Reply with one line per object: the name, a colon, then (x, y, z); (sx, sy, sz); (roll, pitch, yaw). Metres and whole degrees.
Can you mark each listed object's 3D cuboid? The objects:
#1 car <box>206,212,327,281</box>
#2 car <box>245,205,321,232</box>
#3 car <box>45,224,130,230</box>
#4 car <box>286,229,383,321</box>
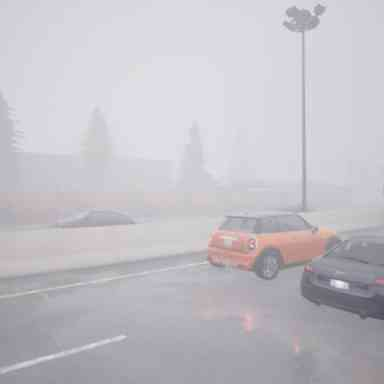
car: (2.670, 1.389, 10.277); (4.553, 1.767, 2.097); (0, 0, -37)
car: (6.096, 1.620, 21.966); (5.357, 1.411, 2.033); (0, 0, -38)
car: (-5.237, 1.637, 17.635); (4.674, 1.442, 1.812); (0, 0, -38)
car: (4.170, 1.577, 7.013); (4.181, 1.385, 1.994); (0, 0, -37)
